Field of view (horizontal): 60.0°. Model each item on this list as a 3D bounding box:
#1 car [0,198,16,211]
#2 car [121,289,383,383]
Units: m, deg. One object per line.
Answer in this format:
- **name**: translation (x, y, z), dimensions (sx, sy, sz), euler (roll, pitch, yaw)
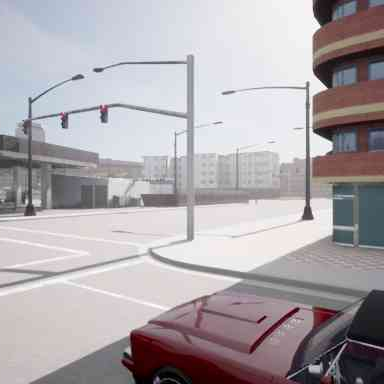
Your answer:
- **car**: translation (-22.264, 1.456, 38.776), dimensions (3.806, 1.475, 1.970), euler (0, 0, 36)
- **car**: translation (1.605, 1.601, 2.828), dimensions (4.718, 1.301, 1.895), euler (0, 0, 36)
